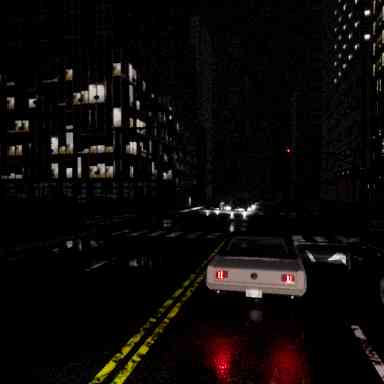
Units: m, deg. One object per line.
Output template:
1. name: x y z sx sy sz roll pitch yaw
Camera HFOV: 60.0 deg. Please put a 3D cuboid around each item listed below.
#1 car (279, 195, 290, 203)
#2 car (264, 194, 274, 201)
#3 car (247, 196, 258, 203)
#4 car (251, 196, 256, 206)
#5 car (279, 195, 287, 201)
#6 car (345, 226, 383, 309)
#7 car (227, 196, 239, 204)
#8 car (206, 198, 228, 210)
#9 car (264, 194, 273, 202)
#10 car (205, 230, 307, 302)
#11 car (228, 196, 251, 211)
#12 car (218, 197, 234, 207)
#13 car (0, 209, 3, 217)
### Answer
1. car: 19.426 1.474 69.646 2.033 1.411 5.357 0 0 13
2. car: 18.642 1.286 80.532 2.128 1.511 4.902 0 0 13
3. car: 12.769 1.485 69.735 2.033 1.411 5.357 0 0 13
4. car: 7.975 1.460 49.731 2.128 1.511 4.902 0 0 13
5. car: 21.813 1.355 79.818 1.895 1.301 4.718 0 0 13
6. car: 4.825 1.501 7.437 1.837 1.490 4.892 0 0 13
7. car: 7.837 1.460 63.167 1.837 1.490 4.892 0 0 14
8. car: 3.092 1.524 43.168 2.033 1.411 5.357 0 0 13
9. car: 16.364 1.530 70.826 1.895 1.301 4.718 0 0 13
10. car: 1.695 1.597 8.337 1.895 1.301 4.718 0 0 14
11. car: 5.862 1.503 40.728 1.812 1.442 4.674 0 0 13
12. car: 5.413 1.567 53.037 1.895 1.301 4.718 0 0 13
13. car: -17.347 1.435 26.651 4.313 1.339 1.947 1 1 14
